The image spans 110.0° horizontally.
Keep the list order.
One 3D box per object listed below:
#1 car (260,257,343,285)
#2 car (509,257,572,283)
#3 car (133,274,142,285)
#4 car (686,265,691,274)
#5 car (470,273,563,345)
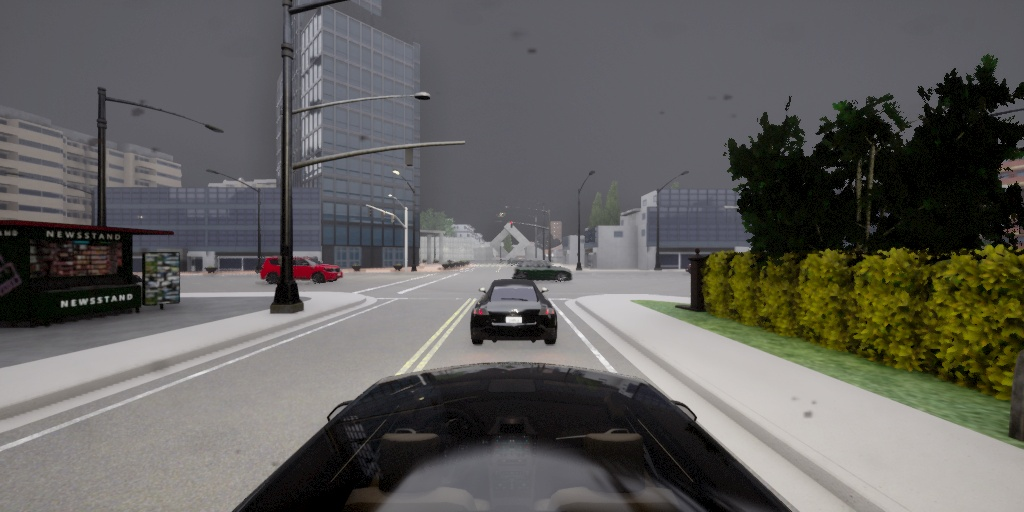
[{"bbox_3d":[-15.874,1.070,27.143,5.566,2.045,2.150,0,0,-1],"label":"car"},{"bbox_3d":[2.272,1.107,27.365,4.553,1.767,2.097,0,0,-1],"label":"car"},{"bbox_3d":[-30.613,1.598,26.967,4.181,1.385,1.994,-1,0,0],"label":"car"},{"bbox_3d":[21.195,1.177,38.302,5.008,1.535,1.882,0,0,-1],"label":"car"},{"bbox_3d":[0.044,1.314,9.553,1.994,1.385,4.181,0,0,0],"label":"car"}]
